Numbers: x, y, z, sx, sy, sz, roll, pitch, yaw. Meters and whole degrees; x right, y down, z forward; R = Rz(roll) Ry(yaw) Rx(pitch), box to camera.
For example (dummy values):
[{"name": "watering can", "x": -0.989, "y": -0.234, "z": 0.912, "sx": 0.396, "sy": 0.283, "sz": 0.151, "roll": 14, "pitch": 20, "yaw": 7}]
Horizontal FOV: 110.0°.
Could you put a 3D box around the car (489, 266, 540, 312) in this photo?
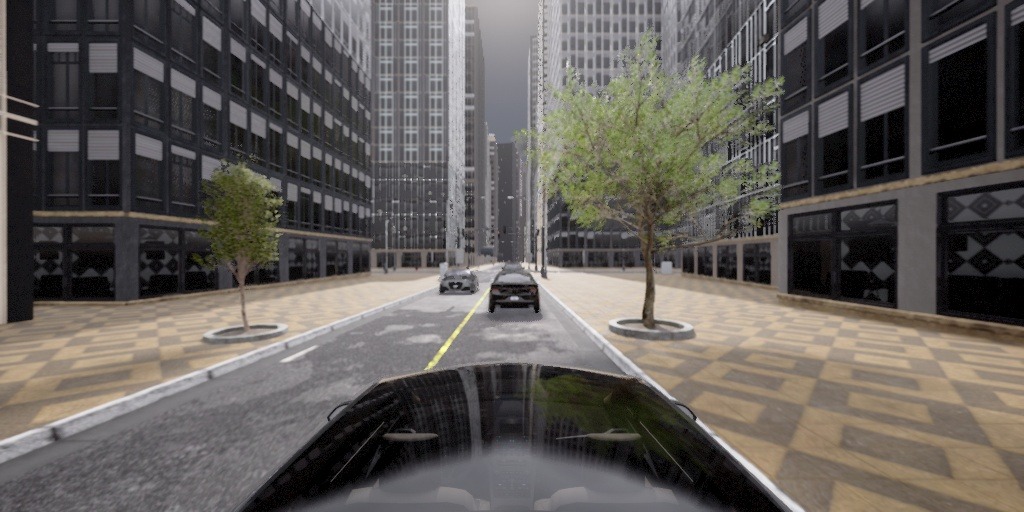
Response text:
[{"name": "car", "x": 0.093, "y": 1.343, "z": 14.929, "sx": 1.882, "sy": 1.535, "sz": 5.008, "roll": 0, "pitch": 0, "yaw": 0}]

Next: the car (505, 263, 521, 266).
[{"name": "car", "x": 0.096, "y": 1.373, "z": 31.870, "sx": 2.097, "sy": 1.767, "sz": 4.553, "roll": 0, "pitch": 0, "yaw": 0}]

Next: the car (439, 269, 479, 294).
[{"name": "car", "x": -3.096, "y": 1.490, "z": 21.689, "sx": 1.994, "sy": 1.385, "sz": 4.181, "roll": 0, "pitch": -1, "yaw": 0}]
